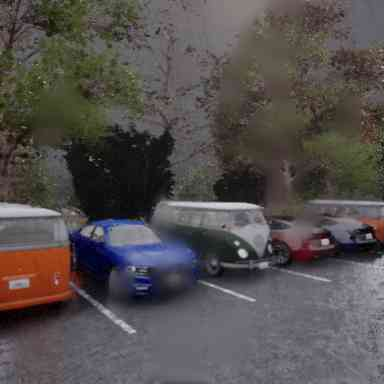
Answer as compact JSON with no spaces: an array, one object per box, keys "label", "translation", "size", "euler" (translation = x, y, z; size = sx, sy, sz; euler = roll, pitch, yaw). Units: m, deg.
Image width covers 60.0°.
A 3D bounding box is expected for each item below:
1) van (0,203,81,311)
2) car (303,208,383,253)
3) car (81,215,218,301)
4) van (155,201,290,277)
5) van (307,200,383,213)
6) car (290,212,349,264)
[{"label":"van","translation":[-4.111,1.259,7.271],"size":[1.878,1.987,4.442],"euler":[0,0,-35]},{"label":"car","translation":[4.851,1.600,13.555],"size":[2.163,1.488,4.792],"euler":[1,-1,-35]},{"label":"car","translation":[-1.792,1.501,8.788],"size":[2.097,1.535,5.008],"euler":[0,0,-35]},{"label":"van","translation":[0.543,1.295,10.314],"size":[1.878,1.987,4.442],"euler":[1,0,-36]},{"label":"van","translation":[7.058,1.379,15.237],"size":[1.878,1.987,4.442],"euler":[1,-1,-35]},{"label":"car","translation":[2.702,1.572,12.022],"size":[2.163,1.488,4.792],"euler":[1,0,-35]}]
